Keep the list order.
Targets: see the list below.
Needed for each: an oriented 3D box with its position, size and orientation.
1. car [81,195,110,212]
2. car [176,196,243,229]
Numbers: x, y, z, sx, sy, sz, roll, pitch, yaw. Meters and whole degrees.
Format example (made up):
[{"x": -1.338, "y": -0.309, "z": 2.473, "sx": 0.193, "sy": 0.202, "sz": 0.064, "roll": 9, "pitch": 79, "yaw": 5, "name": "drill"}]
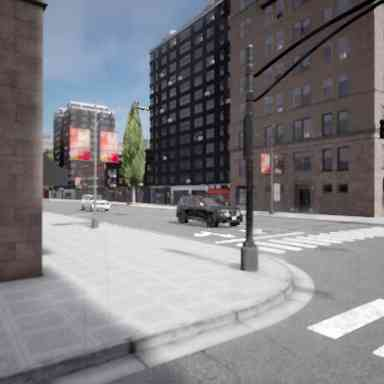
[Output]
[{"x": -12.034, "y": 1.378, "z": 41.152, "sx": 2.150, "sy": 2.045, "sz": 5.566, "roll": 0, "pitch": 0, "yaw": -36, "name": "car"}, {"x": 1.031, "y": 1.291, "z": 23.061, "sx": 2.150, "sy": 2.045, "sz": 5.566, "roll": 0, "pitch": 0, "yaw": -36, "name": "car"}]
